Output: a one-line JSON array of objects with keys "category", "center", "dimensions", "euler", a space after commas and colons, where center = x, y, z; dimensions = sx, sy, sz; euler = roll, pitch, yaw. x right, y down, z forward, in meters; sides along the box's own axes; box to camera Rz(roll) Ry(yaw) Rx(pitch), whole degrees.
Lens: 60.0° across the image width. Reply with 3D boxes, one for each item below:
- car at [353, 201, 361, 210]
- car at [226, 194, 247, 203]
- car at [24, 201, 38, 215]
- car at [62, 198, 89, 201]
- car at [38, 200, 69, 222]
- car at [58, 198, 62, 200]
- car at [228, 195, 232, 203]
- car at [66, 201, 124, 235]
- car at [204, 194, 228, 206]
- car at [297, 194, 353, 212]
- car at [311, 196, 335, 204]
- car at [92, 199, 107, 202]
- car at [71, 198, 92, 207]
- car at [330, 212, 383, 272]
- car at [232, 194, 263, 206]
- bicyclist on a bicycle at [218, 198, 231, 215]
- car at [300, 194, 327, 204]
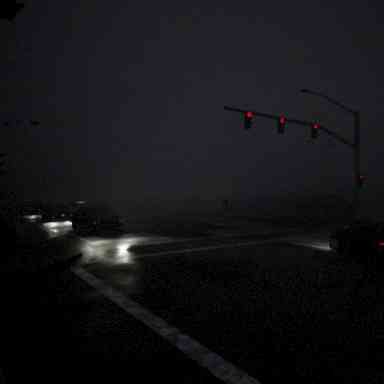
[{"category": "car", "center": [16.259, 1.233, 36.471], "dimensions": [1.905, 1.878, 3.866], "euler": [0, 0, -34]}, {"category": "car", "center": [9.556, 1.348, 71.349], "dimensions": [1.932, 1.855, 4.605], "euler": [0, 0, -34]}, {"category": "car", "center": [-17.246, 1.693, 36.675], "dimensions": [2.033, 1.411, 5.357], "euler": [0, 0, -34]}, {"category": "car", "center": [-17.035, 1.673, 49.099], "dimensions": [2.128, 1.511, 4.902], "euler": [0, 0, -34]}, {"category": "car", "center": [-11.337, 1.672, 28.027], "dimensions": [1.994, 1.385, 4.181], "euler": [0, 0, -34]}, {"category": "car", "center": [-22.046, 1.778, 56.400], "dimensions": [1.994, 1.385, 4.181], "euler": [0, 0, -34]}, {"category": "car", "center": [7.365, 1.558, 69.799], "dimensions": [1.784, 1.438, 3.905], "euler": [0, 0, -34]}, {"category": "car", "center": [-5.733, 1.550, 19.835], "dimensions": [1.882, 1.535, 5.008], "euler": [0, 0, -34]}, {"category": "car", "center": [4.970, 1.590, 68.173], "dimensions": [1.970, 1.475, 3.806], "euler": [0, 0, -34]}, {"category": "car", "center": [13.834, 1.230, 34.889], "dimensions": [1.932, 1.855, 4.605], "euler": [0, 0, -34]}, {"category": "car", "center": [25.043, 1.503, 63.582], "dimensions": [1.784, 1.438, 3.905], "euler": [0, 0, -34]}, {"category": "car", "center": [-14.387, 1.747, 51.346], "dimensions": [1.994, 1.385, 4.181], "euler": [0, 0, -34]}, {"category": "car", "center": [-19.652, 1.764, 58.944], "dimensions": [2.033, 1.411, 5.357], "euler": [0, 0, -34]}, {"category": "car", "center": [6.119, 1.585, 10.850], "dimensions": [1.994, 1.385, 4.181], "euler": [0, 0, 3]}, {"category": "car", "center": [8.683, 1.535, 52.439], "dimensions": [1.970, 1.475, 3.806], "euler": [0, 0, -34]}, {"category": "bicyclist on a bicycle", "center": [3.175, 1.394, 32.466], "dimensions": [1.656, 1.620, 0.582], "euler": [0, 0, -34]}, {"category": "car", "center": [22.610, 1.293, 62.009], "dimensions": [1.932, 1.855, 4.605], "euler": [0, 0, -34]}]
